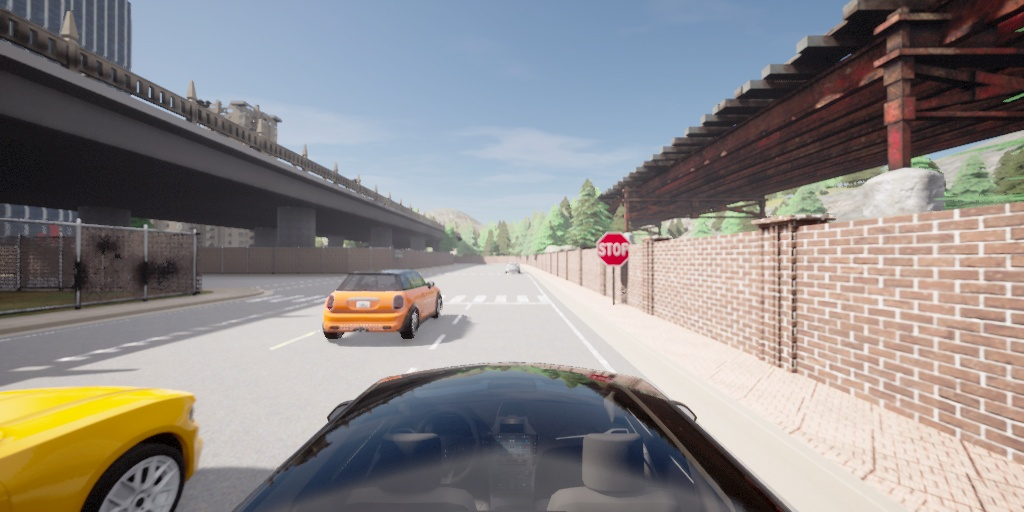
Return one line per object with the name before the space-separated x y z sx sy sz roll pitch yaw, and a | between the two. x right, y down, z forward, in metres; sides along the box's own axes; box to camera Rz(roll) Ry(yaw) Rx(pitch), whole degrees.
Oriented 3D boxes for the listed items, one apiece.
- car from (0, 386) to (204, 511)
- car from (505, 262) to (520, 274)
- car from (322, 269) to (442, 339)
car | -3.396 1.223 0.791 1.882 1.535 5.008 0 0 0
car | 0.110 1.512 45.963 1.812 1.442 4.674 0 0 -1
car | -3.413 1.147 10.350 2.097 1.767 4.553 0 0 0
